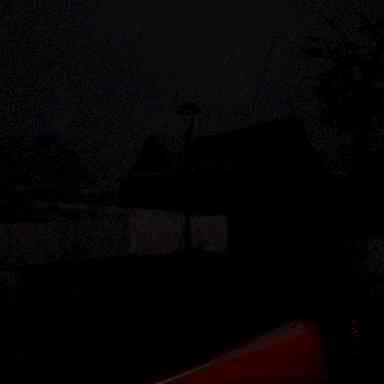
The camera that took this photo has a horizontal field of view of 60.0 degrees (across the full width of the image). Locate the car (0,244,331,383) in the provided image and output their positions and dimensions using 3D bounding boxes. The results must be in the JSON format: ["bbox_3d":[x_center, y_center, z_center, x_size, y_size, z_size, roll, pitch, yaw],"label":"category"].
[{"bbox_3d":[-1.093,1.355,2.292,4.553,1.767,2.097,1,0,-35],"label":"car"}]
